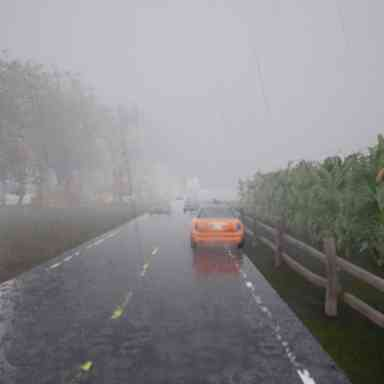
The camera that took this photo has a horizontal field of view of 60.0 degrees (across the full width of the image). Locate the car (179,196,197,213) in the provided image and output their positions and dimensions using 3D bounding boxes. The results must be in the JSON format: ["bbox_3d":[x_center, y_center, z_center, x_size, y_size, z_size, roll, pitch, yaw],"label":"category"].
[{"bbox_3d":[0.029,1.463,35.599,2.033,1.411,5.357,0,0,1],"label":"car"}]

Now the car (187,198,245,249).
[{"bbox_3d":[0.962,1.315,14.512,2.097,1.767,4.553,0,0,0],"label":"car"}]

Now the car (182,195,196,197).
[{"bbox_3d":[0.026,1.238,48.143,2.097,1.767,4.553,0,0,0],"label":"car"}]

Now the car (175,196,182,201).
[{"bbox_3d":[-2.743,1.423,72.084,1.895,1.301,4.718,0,0,0],"label":"car"}]

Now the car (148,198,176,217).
[{"bbox_3d":[-2.841,1.490,30.780,1.994,1.385,4.181,0,0,0],"label":"car"}]
